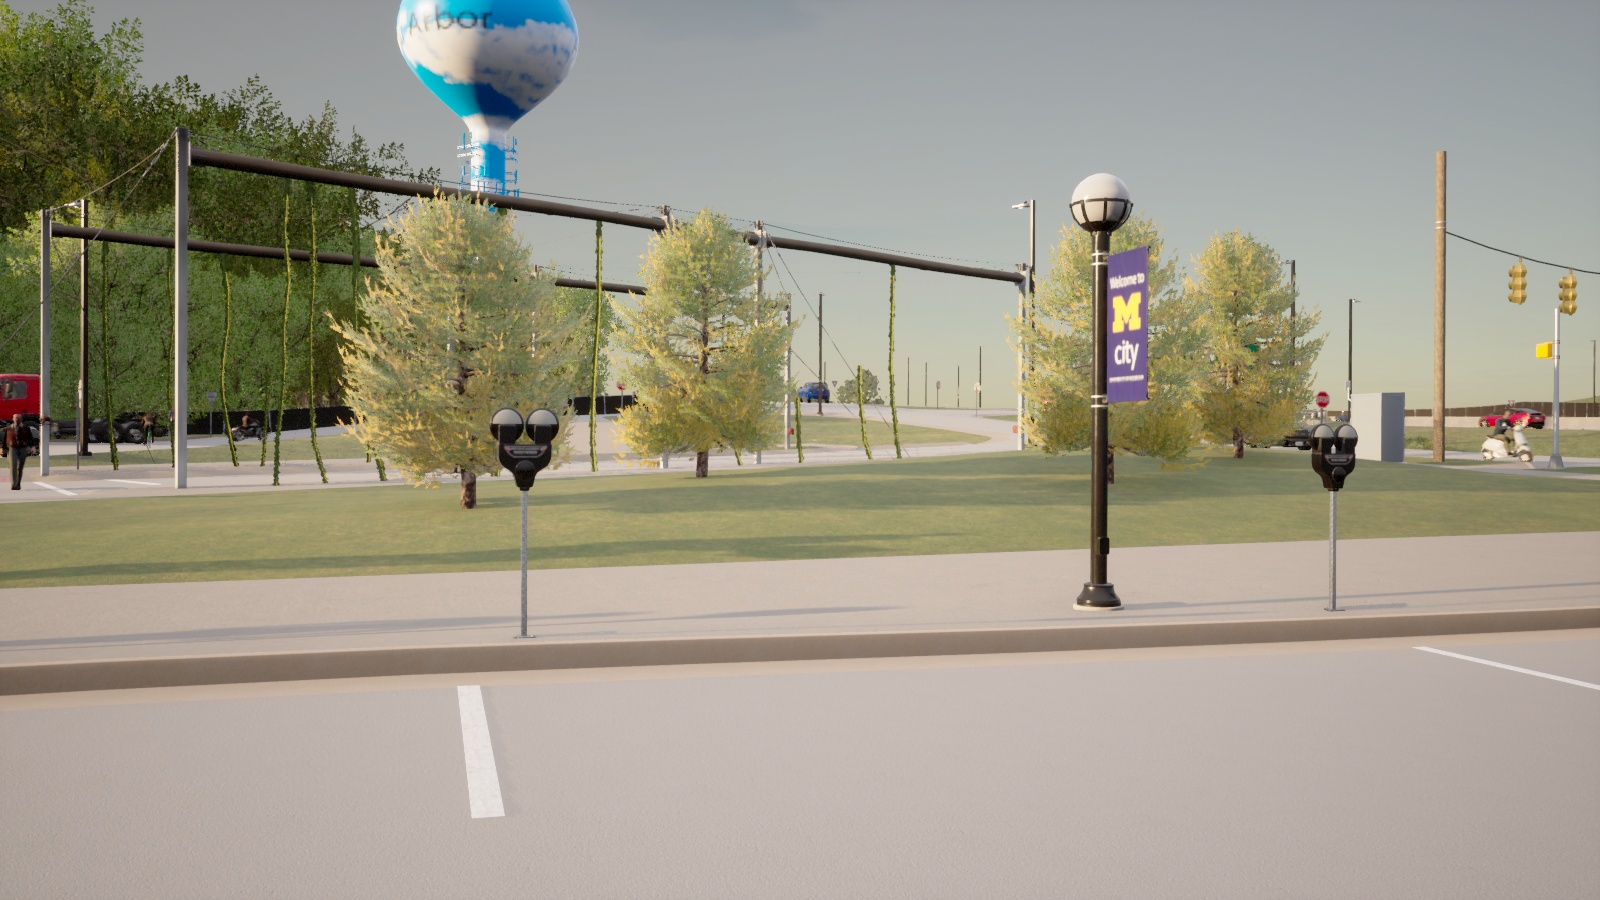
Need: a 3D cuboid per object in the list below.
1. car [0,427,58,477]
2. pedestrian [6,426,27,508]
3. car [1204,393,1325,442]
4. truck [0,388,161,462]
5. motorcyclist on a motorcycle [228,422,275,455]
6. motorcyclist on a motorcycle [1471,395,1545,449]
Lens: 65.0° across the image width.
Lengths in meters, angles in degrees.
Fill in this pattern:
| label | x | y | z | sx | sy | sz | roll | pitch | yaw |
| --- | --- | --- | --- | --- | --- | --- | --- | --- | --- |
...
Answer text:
| label | x | y | z | sx | sy | sz | roll | pitch | yaw |
| --- | --- | --- | --- | --- | --- | --- | --- | --- | --- |
| car | -28.395 | 0.136 | 43.647 | 1.851 | 1.617 | 3.988 | 0 | 4 | 31 |
| pedestrian | -18.025 | 0.387 | 28.900 | 0.376 | 1.854 | 0.720 | -1 | 0 | -31 |
| car | 17.903 | -1.277 | 48.669 | 2.097 | 1.767 | 4.553 | -1 | 2 | -16 |
| truck | -36.525 | -1.227 | 62.523 | 2.891 | 3.462 | 7.936 | 0 | 1 | 36 |
| motorcyclist on a motorcycle | -29.405 | -0.615 | 67.362 | 0.766 | 1.649 | 2.350 | -1 | 3 | 23 |
| motorcyclist on a motorcycle | 21.276 | -0.845 | 37.783 | 0.866 | 1.590 | 1.817 | -1 | 2 | -18 |
